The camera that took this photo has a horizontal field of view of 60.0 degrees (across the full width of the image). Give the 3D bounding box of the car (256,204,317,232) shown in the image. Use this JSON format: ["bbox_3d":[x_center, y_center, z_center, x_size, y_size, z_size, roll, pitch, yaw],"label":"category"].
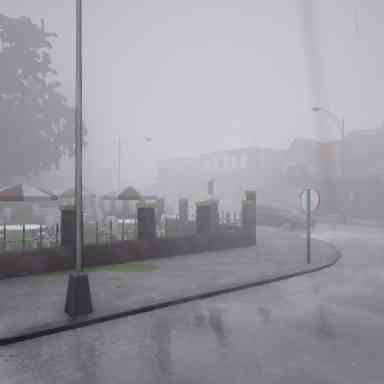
[{"bbox_3d":[5.189,1.504,20.271,1.837,1.490,4.892,0,0,-36],"label":"car"}]

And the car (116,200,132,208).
[{"bbox_3d":[-10.009,1.478,48.739,1.882,1.535,5.008,0,0,-35],"label":"car"}]

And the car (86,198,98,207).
[{"bbox_3d":[-16.122,1.218,50.237,2.150,2.045,5.566,0,0,-36],"label":"car"}]

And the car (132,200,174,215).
[{"bbox_3d":[-3.653,1.351,32.641,2.097,1.767,4.553,0,0,-36],"label":"car"}]
